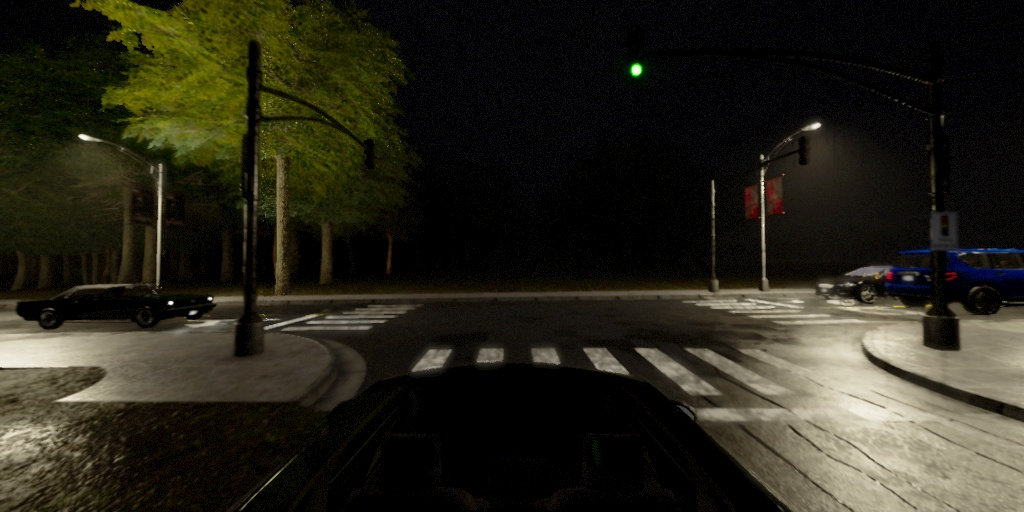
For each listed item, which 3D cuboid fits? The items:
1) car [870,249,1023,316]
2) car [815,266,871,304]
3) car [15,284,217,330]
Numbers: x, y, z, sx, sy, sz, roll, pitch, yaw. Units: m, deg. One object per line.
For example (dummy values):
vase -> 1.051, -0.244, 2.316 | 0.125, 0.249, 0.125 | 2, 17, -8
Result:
car -> 15.750, 0.789, 11.746 | 5.566, 2.045, 2.150 | -1, -1, 2
car -> 15.537, 1.142, 15.025 | 4.902, 1.511, 2.128 | -1, -1, 0
car -> -12.557, 1.567, 11.649 | 4.718, 1.301, 1.895 | -1, -1, -1
